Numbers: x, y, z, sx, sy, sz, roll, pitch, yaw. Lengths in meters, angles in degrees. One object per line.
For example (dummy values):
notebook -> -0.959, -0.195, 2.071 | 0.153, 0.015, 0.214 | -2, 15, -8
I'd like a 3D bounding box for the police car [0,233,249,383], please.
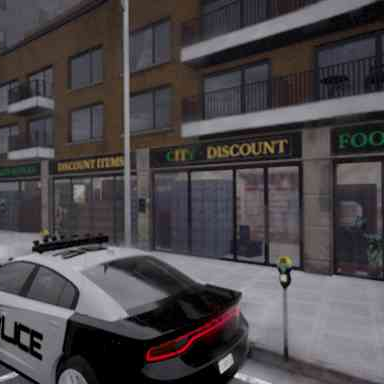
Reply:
police car -> -1.777, 1.434, 4.694 | 5.238, 1.638, 1.930 | 0, 0, 36
